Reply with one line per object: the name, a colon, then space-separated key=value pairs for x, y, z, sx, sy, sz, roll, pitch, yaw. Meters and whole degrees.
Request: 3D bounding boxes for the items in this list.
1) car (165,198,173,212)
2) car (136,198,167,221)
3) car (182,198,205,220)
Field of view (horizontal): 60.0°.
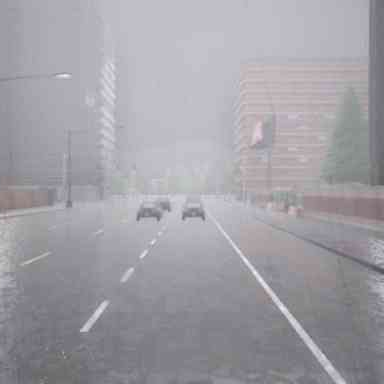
car: x=-3.376 y=1.493 z=39.398 sx=1.837 sy=1.490 sz=4.892 roll=0 pitch=1 yaw=0
car: x=-3.379 y=1.516 z=27.238 sx=1.812 sy=1.442 sz=4.674 roll=0 pitch=0 yaw=0
car: x=0.120 y=1.516 z=27.594 sx=1.812 sy=1.442 sz=4.674 roll=0 pitch=0 yaw=0
